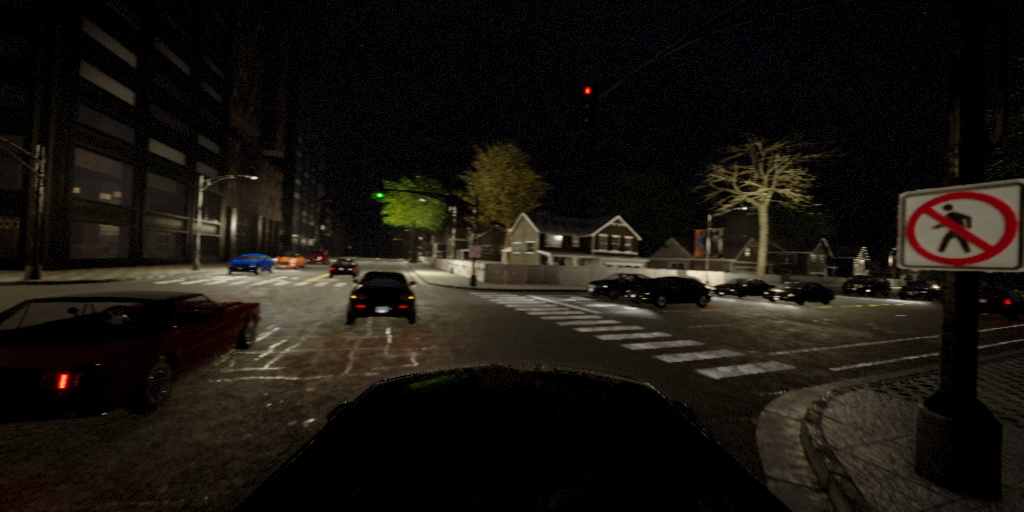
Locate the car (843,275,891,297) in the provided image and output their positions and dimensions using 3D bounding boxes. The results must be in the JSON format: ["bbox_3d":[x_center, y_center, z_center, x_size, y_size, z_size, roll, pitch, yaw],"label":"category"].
[{"bbox_3d":[34.819,2.898,35.166,5.566,2.045,2.150,3,-1,-28],"label":"car"}]

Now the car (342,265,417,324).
[{"bbox_3d":[-4.051,1.192,11.387,1.812,1.442,4.674,3,-1,-18],"label":"car"}]

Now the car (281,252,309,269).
[{"bbox_3d":[-22.944,0.406,37.022,2.097,1.767,4.553,3,-1,-18],"label":"car"}]

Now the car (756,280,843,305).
[{"bbox_3d":[18.893,2.388,23.508,5.357,1.411,2.033,3,-1,-26],"label":"car"}]

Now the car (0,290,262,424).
[{"bbox_3d":[-5.449,1.145,5.267,1.895,1.301,4.718,3,0,-18],"label":"car"}]

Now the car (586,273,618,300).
[{"bbox_3d":[6.741,1.771,21.443,4.902,1.511,2.128,3,-1,-24],"label":"car"}]

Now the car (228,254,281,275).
[{"bbox_3d":[-19.812,0.588,27.470,1.882,1.535,5.008,3,-1,-18],"label":"car"}]

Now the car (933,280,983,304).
[{"bbox_3d":[36.315,2.883,28.528,5.566,2.045,2.150,3,-1,-28],"label":"car"}]

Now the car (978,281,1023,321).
[{"bbox_3d":[26.869,2.500,19.973,4.553,1.767,2.097,3,-1,-26],"label":"car"}]

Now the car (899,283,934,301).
[{"bbox_3d":[37.656,3.266,32.985,4.902,1.511,2.128,3,-1,-28],"label":"car"}]

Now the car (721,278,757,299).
[{"bbox_3d":[17.059,2.340,26.235,5.357,1.411,2.033,3,-1,-26],"label":"car"}]

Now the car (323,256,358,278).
[{"bbox_3d":[-12.928,0.960,27.906,2.033,1.411,5.357,3,-1,-18],"label":"car"}]

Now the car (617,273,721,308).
[{"bbox_3d":[8.121,1.810,18.502,4.892,1.490,1.837,3,-1,-24],"label":"car"}]

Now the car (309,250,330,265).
[{"bbox_3d":[-27.732,0.186,51.705,2.150,2.045,5.566,3,-1,-18],"label":"car"}]
